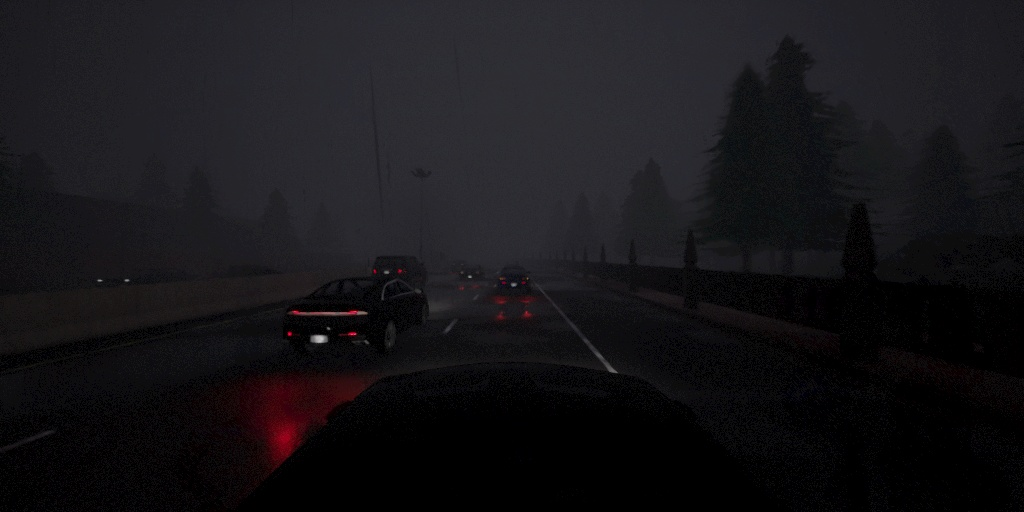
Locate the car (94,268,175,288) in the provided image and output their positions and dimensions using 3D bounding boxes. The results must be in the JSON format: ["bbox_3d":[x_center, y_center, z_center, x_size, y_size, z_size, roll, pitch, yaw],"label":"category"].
[{"bbox_3d":[-21.016,1.369,21.045,1.895,1.301,4.718,0,0,0],"label":"car"}]

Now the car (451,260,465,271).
[{"bbox_3d":[-7.003,1.286,48.287,2.128,1.511,4.902,0,0,-2],"label":"car"}]

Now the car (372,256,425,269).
[{"bbox_3d":[-6.906,0.992,22.430,2.150,2.045,5.566,0,0,0],"label":"car"}]

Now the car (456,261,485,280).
[{"bbox_3d":[-3.407,1.379,31.282,1.895,1.301,4.718,0,0,0],"label":"car"}]

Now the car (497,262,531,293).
[{"bbox_3d":[0.096,1.294,20.775,1.812,1.442,4.674,0,0,0],"label":"car"}]

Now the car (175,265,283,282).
[{"bbox_3d":[-14.041,1.258,18.651,2.128,1.511,4.902,0,0,1],"label":"car"}]

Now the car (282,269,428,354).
[{"bbox_3d":[-3.401,1.248,8.747,2.128,1.511,4.902,0,0,0],"label":"car"}]
